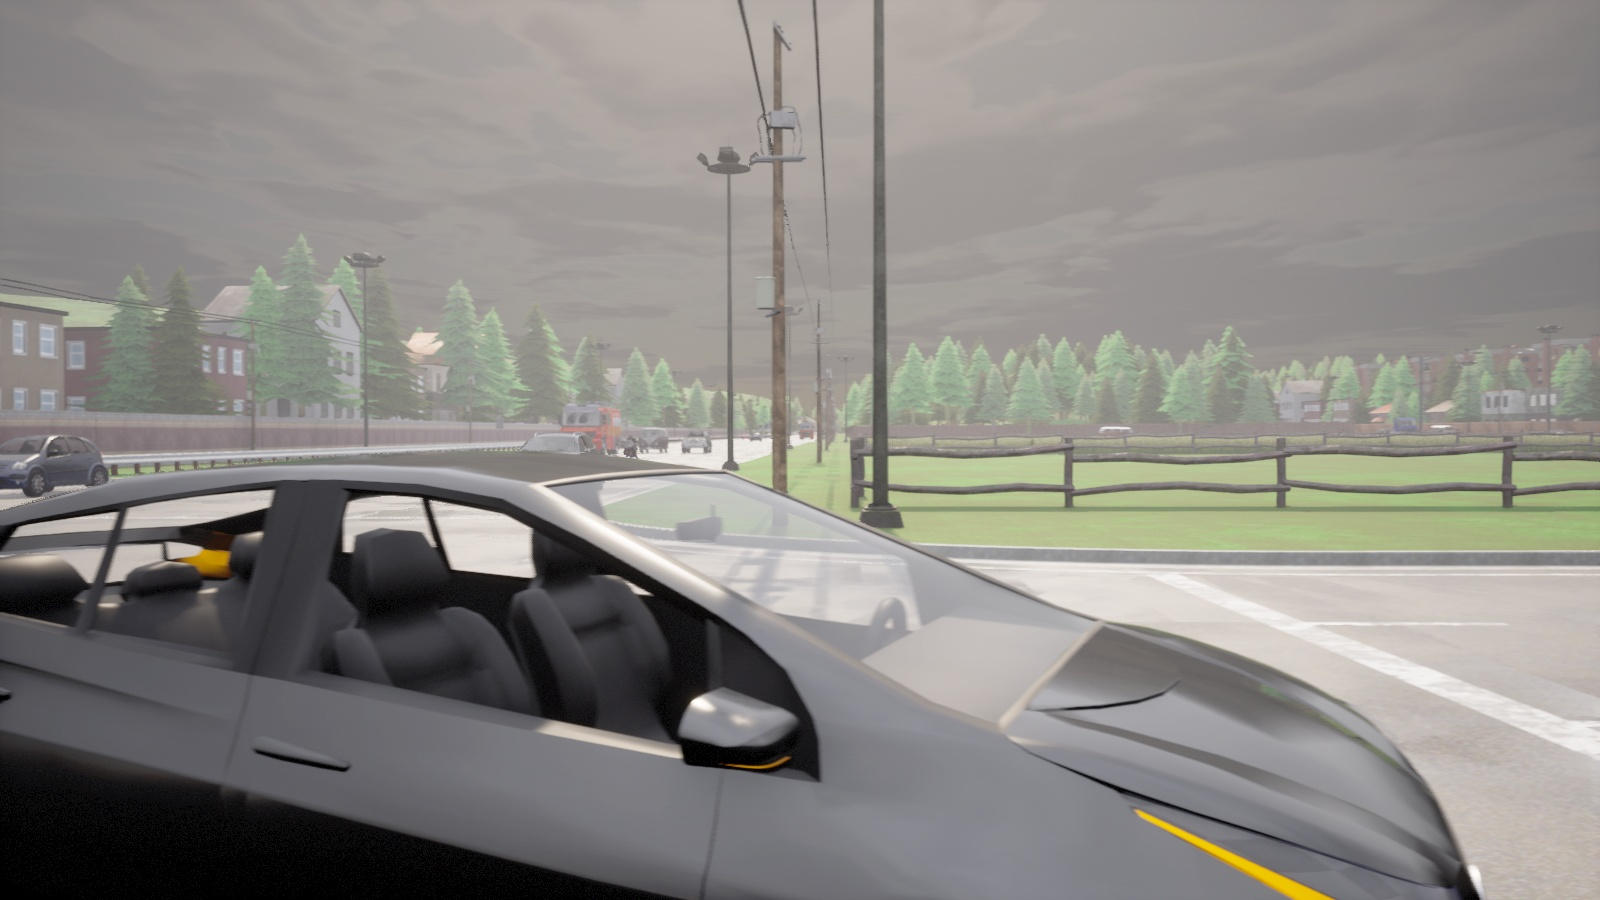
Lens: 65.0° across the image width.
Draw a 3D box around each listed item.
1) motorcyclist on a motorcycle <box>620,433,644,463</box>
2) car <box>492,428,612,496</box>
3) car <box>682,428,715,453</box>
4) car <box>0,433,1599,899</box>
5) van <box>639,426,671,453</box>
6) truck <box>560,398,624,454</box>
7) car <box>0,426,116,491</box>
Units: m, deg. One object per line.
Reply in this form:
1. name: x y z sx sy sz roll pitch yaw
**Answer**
1. motorcyclist on a motorcycle: -8.758 -0.100 65.414 0.866 1.530 2.191 0 1 2
2. car: -6.445 0.263 33.218 2.033 1.649 4.856 0 1 2
3. car: -7.665 -0.741 94.979 1.932 1.855 4.605 0 2 2
4. car: -0.666 0.724 3.379 4.514 1.525 2.007 0 1 21
5. van: -11.106 -0.835 96.614 1.775 1.987 4.442 0 1 2
6. truck: -14.844 -1.672 90.144 2.891 3.827 8.468 0 1 2
7. car: -20.435 0.183 33.732 1.851 1.617 3.988 0 1 2
